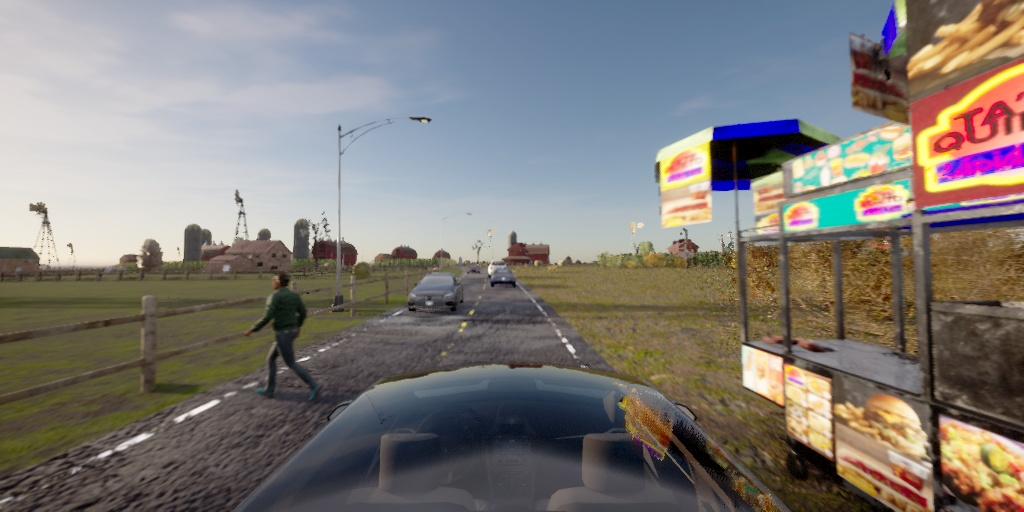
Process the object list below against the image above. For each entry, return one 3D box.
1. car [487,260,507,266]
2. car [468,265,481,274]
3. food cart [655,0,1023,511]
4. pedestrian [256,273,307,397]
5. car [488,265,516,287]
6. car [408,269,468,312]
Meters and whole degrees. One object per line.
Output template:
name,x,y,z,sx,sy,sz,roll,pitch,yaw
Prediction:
car,-1.769,1.553,43.358,2.150,2.045,5.566,0,-1,-5
car,-5.788,2.054,54.369,1.994,1.385,4.181,1,-1,-6
food cart,3.126,0.230,2.884,2.280,3.560,4.660,0,0,0
pedestrian,-3.252,1.089,5.100,0.375,1.860,0.375,1,-2,2
car,-0.728,1.675,28.616,1.994,1.385,4.181,0,-1,-3
car,-3.106,1.456,15.412,1.812,1.442,4.674,0,0,-2
